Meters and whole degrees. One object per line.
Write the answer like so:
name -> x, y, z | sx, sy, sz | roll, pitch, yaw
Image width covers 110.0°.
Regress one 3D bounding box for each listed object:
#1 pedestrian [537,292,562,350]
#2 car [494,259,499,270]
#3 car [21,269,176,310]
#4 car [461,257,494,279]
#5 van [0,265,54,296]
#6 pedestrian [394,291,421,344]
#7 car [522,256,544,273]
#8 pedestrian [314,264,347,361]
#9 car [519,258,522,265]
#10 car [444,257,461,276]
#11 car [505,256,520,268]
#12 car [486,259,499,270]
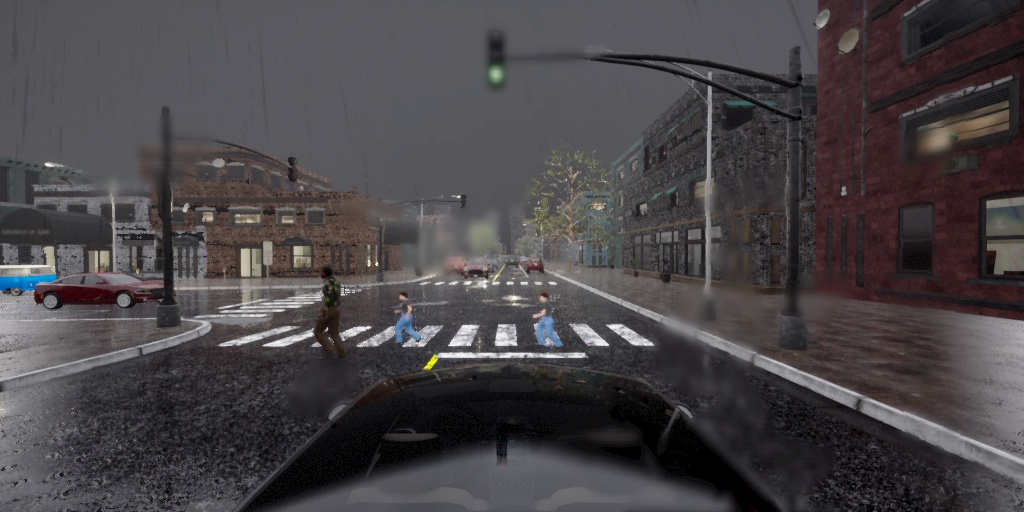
pedestrian -> 0.799, 1.323, 7.678 | 0.375, 1.300, 0.375 | -1, 1, 0
car -> -3.087, 1.232, 43.244 | 2.128, 1.511, 4.902 | 0, 0, 0
car -> -18.057, 1.475, 16.071 | 5.008, 1.535, 1.882 | -1, 1, -1
car -> -3.090, 1.095, 32.685 | 2.097, 1.767, 4.553 | 0, 0, 0
van -> -30.293, 1.457, 21.737 | 3.998, 1.789, 1.690 | 0, 0, -1
pedestrian -> -2.373, 1.342, 8.141 | 0.375, 1.300, 0.375 | -1, 1, 0
car -> 2.702, 1.055, 42.592 | 2.192, 1.841, 5.009 | 0, 0, 0
pedestrian -> -3.459, 1.043, 6.784 | 0.375, 1.860, 0.375 | -1, 1, 0
car -> 2.705, 1.286, 59.224 | 2.007, 1.370, 4.403 | 0, 0, 0
car -> -5.680, 1.056, 37.050 | 2.192, 1.841, 5.009 | 0, 0, 0
car -> 0.010, 0.956, 62.650 | 2.150, 2.045, 5.566 | 0, 0, 0
car -> -3.074, 1.235, 56.815 | 1.837, 1.490, 4.892 | 0, 2, 0
